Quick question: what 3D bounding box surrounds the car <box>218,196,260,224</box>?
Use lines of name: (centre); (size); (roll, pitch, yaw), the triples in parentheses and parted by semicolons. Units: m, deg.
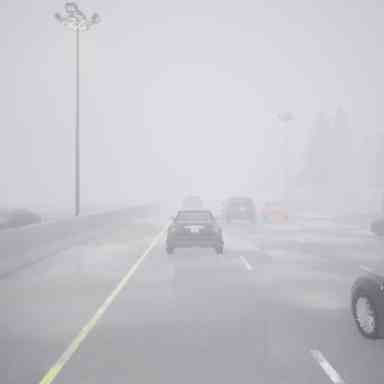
car: (3.608, 1.383, 26.456); (2.150, 2.045, 5.566); (0, 0, 0)

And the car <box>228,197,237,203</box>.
car: (10.520, 2.038, 86.577); (1.812, 1.442, 4.674); (0, 0, 0)

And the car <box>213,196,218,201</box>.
car: (7.020, 2.065, 86.544); (1.994, 1.385, 4.181); (0, 0, 0)

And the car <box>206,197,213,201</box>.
car: (3.520, 2.050, 86.161); (2.033, 1.411, 5.357); (0, 0, 0)

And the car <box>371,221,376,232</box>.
car: (10.605, 1.662, 16.207); (1.994, 1.385, 4.181); (0, 0, 0)

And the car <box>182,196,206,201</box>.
car: (0.110, 1.440, 35.943); (2.150, 2.045, 5.566); (0, 0, 0)

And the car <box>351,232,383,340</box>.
car: (3.602, 1.530, 3.714); (1.837, 1.490, 4.892); (0, 0, 0)

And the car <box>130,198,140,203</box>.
car: (-13.981, 2.045, 81.810); (1.994, 1.385, 4.181); (0, 0, 0)

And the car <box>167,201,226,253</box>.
car: (0.105, 1.438, 14.273); (2.097, 1.767, 4.553); (0, 0, 0)

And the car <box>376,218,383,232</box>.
car: (7.104, 1.579, 8.740); (1.812, 1.442, 4.674); (0, 0, 0)

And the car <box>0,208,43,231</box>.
car: (-10.521, 1.663, 19.142); (2.033, 1.411, 5.357); (0, 0, 1)

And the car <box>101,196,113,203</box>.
car: (-20.981, 1.847, 81.843); (2.097, 1.767, 4.553); (0, 0, 0)

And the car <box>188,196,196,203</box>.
car: (0.020, 1.872, 86.895); (2.097, 1.767, 4.553); (0, 0, 0)

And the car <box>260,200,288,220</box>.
car: (7.109, 1.534, 30.221); (2.097, 1.767, 4.553); (0, 0, 0)
